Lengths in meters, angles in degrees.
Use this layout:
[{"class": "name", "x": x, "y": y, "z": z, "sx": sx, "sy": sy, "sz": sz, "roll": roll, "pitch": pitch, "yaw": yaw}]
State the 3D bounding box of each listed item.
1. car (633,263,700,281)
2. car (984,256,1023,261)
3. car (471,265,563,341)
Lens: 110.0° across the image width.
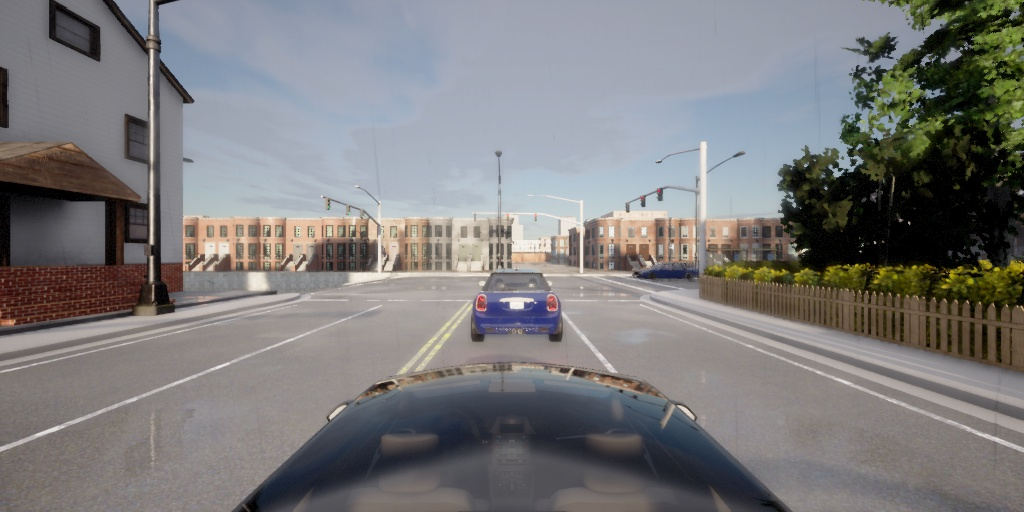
[{"class": "car", "x": 12.888, "y": 1.297, "z": 29.695, "sx": 5.357, "sy": 1.411, "sz": 2.033, "roll": 0, "pitch": 0, "yaw": 0}, {"class": "car", "x": 41.069, "y": 0.974, "z": 29.745, "sx": 5.566, "sy": 2.045, "sz": 2.150, "roll": 0, "pitch": 0, "yaw": -1}, {"class": "car", "x": 0.108, "y": 1.102, "z": 9.994, "sx": 2.097, "sy": 1.767, "sz": 4.553, "roll": 0, "pitch": 0, "yaw": 0}]
